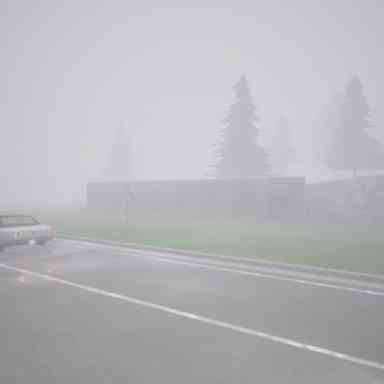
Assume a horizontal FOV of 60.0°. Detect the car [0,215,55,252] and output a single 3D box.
[{"bbox_3d":[-7.885,1.598,13.953,4.718,1.301,1.895,0,0,36],"label":"car"}]
